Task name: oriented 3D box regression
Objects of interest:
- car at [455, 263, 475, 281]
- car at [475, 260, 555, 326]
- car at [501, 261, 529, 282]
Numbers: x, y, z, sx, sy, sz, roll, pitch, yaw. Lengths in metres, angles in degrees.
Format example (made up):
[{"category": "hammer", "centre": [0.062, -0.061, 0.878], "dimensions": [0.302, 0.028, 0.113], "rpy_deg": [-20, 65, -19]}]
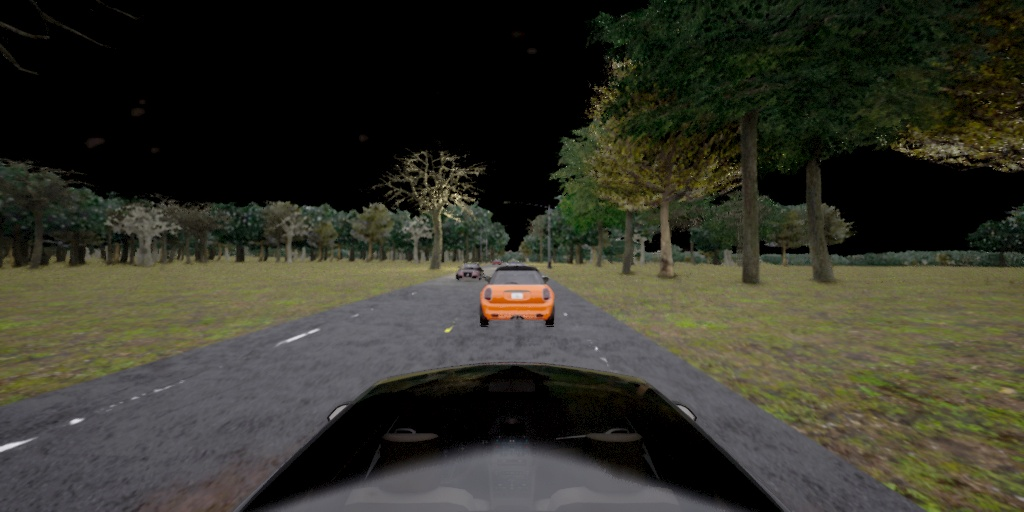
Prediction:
[{"category": "car", "centre": [-3.420, 1.285, 29.765], "dimensions": [1.994, 1.385, 4.181], "rpy_deg": [0, 0, 0]}, {"category": "car", "centre": [0.158, 1.083, 11.700], "dimensions": [2.097, 1.767, 4.553], "rpy_deg": [0, 0, 0]}, {"category": "car", "centre": [0.268, 1.215, 29.475], "dimensions": [2.128, 1.511, 4.902], "rpy_deg": [0, 0, 0]}]
